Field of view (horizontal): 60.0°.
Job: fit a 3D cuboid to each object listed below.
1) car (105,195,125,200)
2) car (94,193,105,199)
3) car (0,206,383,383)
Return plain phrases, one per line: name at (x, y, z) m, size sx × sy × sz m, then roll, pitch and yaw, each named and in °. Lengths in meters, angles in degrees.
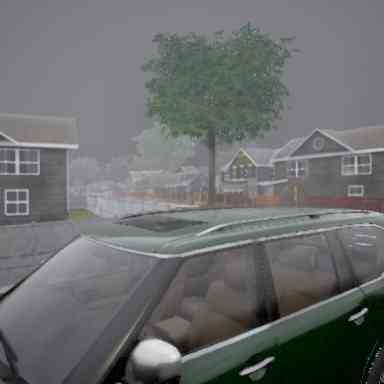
car at (-11.917, 1.204, 52.672) m, size 2.128 × 1.511 × 4.902 m, roll -1°, pitch 0°, yaw -23°
car at (-23.515, 1.018, 86.601) m, size 1.812 × 1.442 × 4.674 m, roll -1°, pitch 0°, yaw -23°
car at (-0.127, 1.213, 2.843) m, size 5.566 × 2.045 × 2.150 m, roll -1°, pitch 1°, yaw -35°
